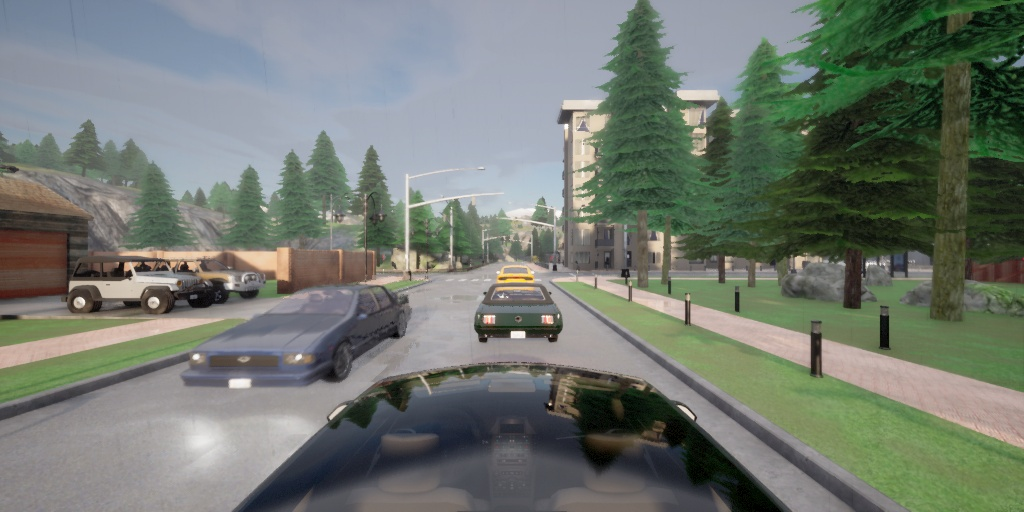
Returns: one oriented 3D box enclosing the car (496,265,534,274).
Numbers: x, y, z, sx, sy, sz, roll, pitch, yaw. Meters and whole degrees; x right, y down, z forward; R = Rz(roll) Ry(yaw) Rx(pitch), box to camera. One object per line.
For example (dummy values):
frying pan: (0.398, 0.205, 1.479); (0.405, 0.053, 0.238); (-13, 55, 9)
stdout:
car: (0.180, 1.228, 19.017); (1.882, 1.535, 5.008); (0, 0, 0)

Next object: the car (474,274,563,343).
car: (0.148, 1.351, 9.677); (1.895, 1.301, 4.718); (0, 0, 0)

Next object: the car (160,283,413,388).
car: (-3.574, 1.297, 7.394); (2.033, 1.411, 5.357); (0, 0, 0)
